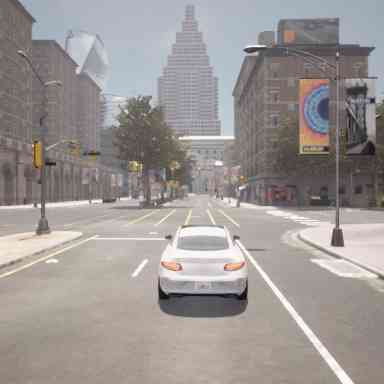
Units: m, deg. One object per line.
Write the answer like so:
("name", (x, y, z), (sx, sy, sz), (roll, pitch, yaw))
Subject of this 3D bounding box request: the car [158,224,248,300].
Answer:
("car", (0.261, 1.526, 8.285), (1.812, 1.442, 4.674), (0, 0, 2))

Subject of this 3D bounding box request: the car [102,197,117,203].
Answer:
("car", (-16.742, 1.595, 67.350), (1.895, 1.301, 4.718), (0, 0, 1))

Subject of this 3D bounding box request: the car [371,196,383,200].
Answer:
("car", (35.971, 1.481, 67.558), (2.231, 1.521, 4.892), (0, 0, 1))
